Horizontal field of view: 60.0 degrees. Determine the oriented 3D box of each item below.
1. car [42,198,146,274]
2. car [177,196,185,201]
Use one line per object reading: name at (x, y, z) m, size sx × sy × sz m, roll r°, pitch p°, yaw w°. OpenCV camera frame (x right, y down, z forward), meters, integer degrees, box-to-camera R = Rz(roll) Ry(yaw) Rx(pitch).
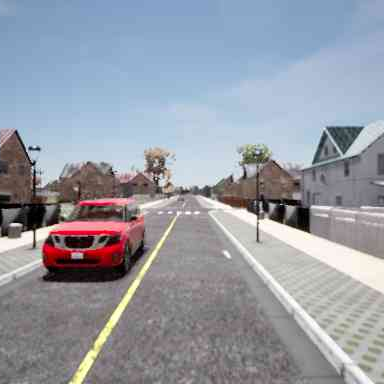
car at (-2.869, 1.251, 11.069) m, size 2.150 × 2.045 × 5.566 m, roll 0°, pitch 0°, yaw 0°
car at (-2.925, 1.741, 89.556) m, size 2.033 × 1.411 × 5.357 m, roll 0°, pitch 0°, yaw 0°
